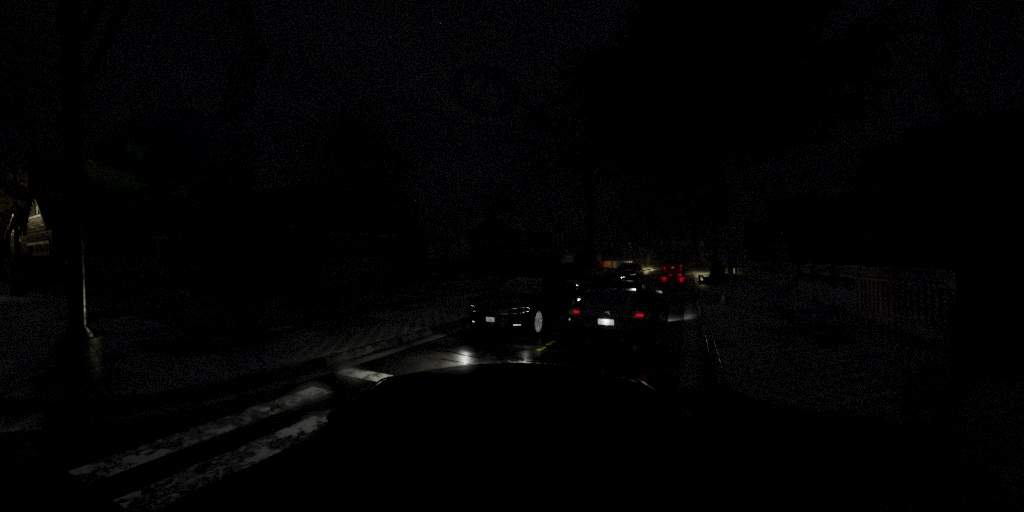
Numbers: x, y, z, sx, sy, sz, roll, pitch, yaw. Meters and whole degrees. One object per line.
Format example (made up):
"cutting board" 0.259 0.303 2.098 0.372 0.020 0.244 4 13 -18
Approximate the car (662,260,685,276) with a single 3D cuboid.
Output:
"car" 17.083 1.178 37.894 2.097 1.767 4.553 -1 -1 27

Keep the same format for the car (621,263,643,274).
"car" 9.404 1.323 28.897 1.837 1.490 4.892 -1 -1 27

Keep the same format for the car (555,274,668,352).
"car" 2.815 1.323 9.158 1.994 1.385 4.181 -1 0 26

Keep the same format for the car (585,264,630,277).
"car" 4.950 1.351 19.915 2.033 1.411 5.357 -1 0 25

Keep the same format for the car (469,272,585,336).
"car" 0.566 1.281 11.042 1.882 1.535 5.008 -1 0 26
